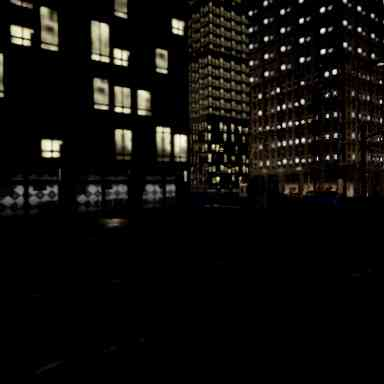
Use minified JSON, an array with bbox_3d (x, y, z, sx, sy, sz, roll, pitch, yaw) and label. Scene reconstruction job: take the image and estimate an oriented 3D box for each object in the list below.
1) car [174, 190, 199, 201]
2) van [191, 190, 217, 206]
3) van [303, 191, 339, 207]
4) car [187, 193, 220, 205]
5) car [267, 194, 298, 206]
[{"bbox_3d":[-1.070,0.610,60.636,2.192,1.841,5.009,-1,1,-34],"label":"car"},{"bbox_3d":[1.304,0.894,42.179,1.690,1.788,3.998,-1,1,-34],"label":"van"},{"bbox_3d":[14.544,0.774,37.767,1.690,1.788,3.998,-1,1,-34],"label":"van"},{"bbox_3d":[1.546,0.973,46.465,2.128,1.511,4.902,-1,1,-34],"label":"car"},{"bbox_3d":[11.368,0.952,42.305,1.887,1.381,4.507,-1,1,-34],"label":"car"}]
